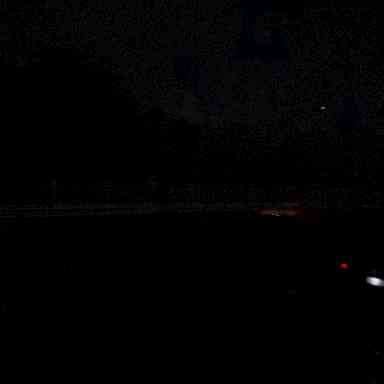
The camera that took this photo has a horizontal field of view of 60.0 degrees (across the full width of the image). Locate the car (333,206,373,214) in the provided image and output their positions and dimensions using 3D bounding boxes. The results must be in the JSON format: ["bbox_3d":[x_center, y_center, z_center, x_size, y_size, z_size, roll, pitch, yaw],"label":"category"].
[{"bbox_3d":[12.298,1.793,25.170,4.181,1.385,1.994,1,-1,-34],"label":"car"}]

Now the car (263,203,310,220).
[{"bbox_3d":[8.948,1.815,31.353,4.181,1.385,1.994,1,-1,-34],"label":"car"}]

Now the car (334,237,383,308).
[{"bbox_3d":[5.006,1.625,7.238,4.181,1.385,1.994,1,0,-35],"label":"car"}]

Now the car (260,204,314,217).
[{"bbox_3d":[7.475,1.679,26.142,5.008,1.535,1.882,1,-1,-34],"label":"car"}]
